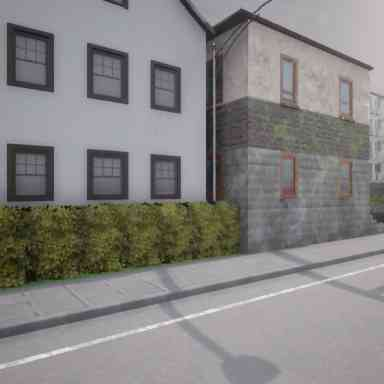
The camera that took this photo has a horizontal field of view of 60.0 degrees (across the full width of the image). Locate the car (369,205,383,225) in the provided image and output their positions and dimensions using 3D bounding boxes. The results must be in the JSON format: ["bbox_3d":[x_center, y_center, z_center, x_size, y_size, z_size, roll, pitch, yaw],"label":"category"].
[{"bbox_3d":[14.629,1.680,23.362,1.837,1.490,4.892,1,0,-29],"label":"car"}]
